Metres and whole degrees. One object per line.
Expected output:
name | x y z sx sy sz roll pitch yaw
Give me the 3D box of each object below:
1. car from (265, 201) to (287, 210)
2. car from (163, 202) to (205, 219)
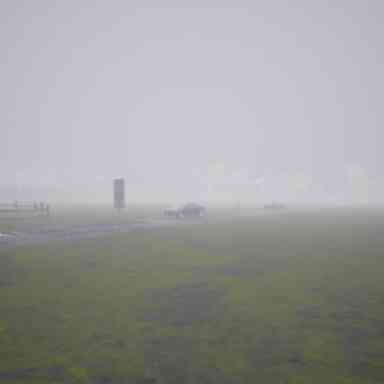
car | 12.519 2.044 49.636 1.895 1.301 4.718 -1 -1 36
car | -0.705 1.691 31.462 1.882 1.535 5.008 -1 -1 36
